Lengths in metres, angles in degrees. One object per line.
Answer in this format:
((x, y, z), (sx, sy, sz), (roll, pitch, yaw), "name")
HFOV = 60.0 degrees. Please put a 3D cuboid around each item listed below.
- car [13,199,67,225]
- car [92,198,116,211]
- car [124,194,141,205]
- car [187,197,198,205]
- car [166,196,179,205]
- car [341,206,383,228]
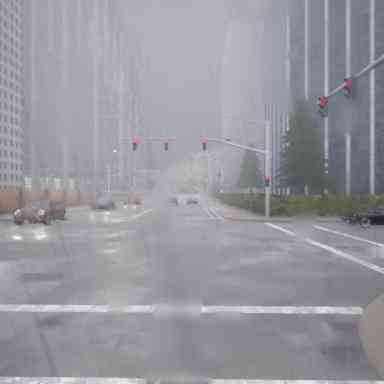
((-10.577, 1.328, 23.482), (2.097, 1.767, 4.553), (0, 0, 0), "car")
((-10.556, 1.477, 39.960), (1.882, 1.535, 5.008), (0, 0, 0), "car")
((-10.442, 1.299, 58.614), (2.150, 2.045, 5.566), (0, 0, 0), "car")
((0.057, 1.600, 58.411), (1.895, 1.301, 4.718), (0, 0, 0), "car")
((-3.443, 1.504, 58.385), (1.837, 1.490, 4.892), (0, 0, 0), "car")
((12.151, 1.545, 21.203), (4.718, 1.301, 1.895), (0, 0, 0), "car")
